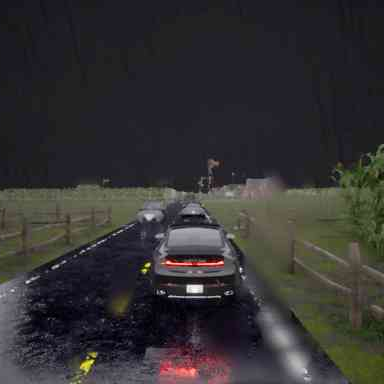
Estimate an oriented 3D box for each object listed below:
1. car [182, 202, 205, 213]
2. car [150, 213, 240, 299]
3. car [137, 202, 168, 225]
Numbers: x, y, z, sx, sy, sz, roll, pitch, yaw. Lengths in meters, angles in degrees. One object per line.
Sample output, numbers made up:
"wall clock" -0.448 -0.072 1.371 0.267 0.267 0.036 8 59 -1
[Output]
"car" 0.126 1.581 28.701 1.994 1.385 4.181 0 0 0
"car" 0.076 1.506 8.447 1.837 1.490 4.892 0 0 1
"car" -2.812 1.504 24.395 2.128 1.511 4.902 0 0 0
